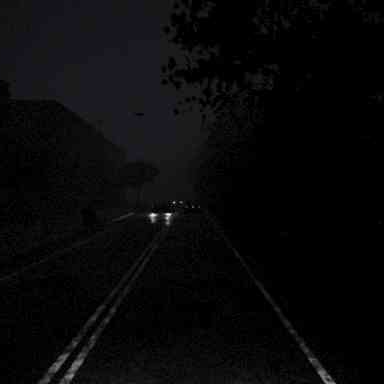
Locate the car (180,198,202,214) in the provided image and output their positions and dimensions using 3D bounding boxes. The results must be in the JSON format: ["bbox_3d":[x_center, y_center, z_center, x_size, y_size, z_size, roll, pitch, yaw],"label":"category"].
[{"bbox_3d":[0.094,1.522,35.607,2.033,1.411,5.357,0,0,0],"label":"car"}]

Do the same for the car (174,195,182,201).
[{"bbox_3d":[-3.230,1.419,77.292,1.837,1.490,4.892,0,0,0],"label":"car"}]

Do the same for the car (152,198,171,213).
[{"bbox_3d":[-3.352,1.451,37.068,1.882,1.535,5.008,0,0,0],"label":"car"}]
